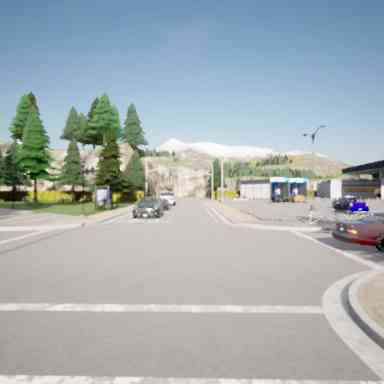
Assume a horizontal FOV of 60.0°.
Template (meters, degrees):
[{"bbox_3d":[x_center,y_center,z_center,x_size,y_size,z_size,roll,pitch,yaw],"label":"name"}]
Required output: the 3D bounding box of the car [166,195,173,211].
[{"bbox_3d":[-3.567,1.346,37.512,1.994,1.385,4.181,0,0,0],"label":"car"}]

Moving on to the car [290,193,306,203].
[{"bbox_3d":[17.376,1.009,55.479,2.152,1.636,5.027,0,0,0],"label":"car"}]

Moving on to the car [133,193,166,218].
[{"bbox_3d":[-3.577,1.191,27.642,2.097,1.767,4.553,0,0,0],"label":"car"}]

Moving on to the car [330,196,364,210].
[{"bbox_3d":[17.033,1.171,36.816,1.970,1.475,3.806,0,0,0],"label":"car"}]

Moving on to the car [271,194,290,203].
[{"bbox_3d":[14.239,1.018,55.459,2.007,1.523,4.514,0,0,0],"label":"car"}]

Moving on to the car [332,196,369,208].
[{"bbox_3d":[13.975,1.203,29.427,1.845,1.501,3.633,0,0,0],"label":"car"}]

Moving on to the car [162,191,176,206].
[{"bbox_3d":[-3.553,0.939,48.236,2.150,2.045,5.566,0,1,0],"label":"car"}]

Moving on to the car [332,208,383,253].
[{"bbox_3d":[8.225,1.460,12.545,5.357,1.411,2.033,0,0,2],"label":"car"}]
